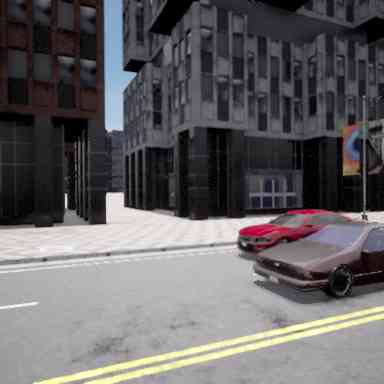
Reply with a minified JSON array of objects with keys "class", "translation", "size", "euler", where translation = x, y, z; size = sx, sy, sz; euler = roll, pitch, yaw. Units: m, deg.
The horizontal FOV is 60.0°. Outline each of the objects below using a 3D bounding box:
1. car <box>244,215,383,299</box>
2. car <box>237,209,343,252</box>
[{"class":"car","translation":[4.196,1.471,8.265],"size":[5.357,1.411,2.033],"euler":[-1,0,-24]},{"class":"car","translation":[3.965,1.384,11.719],"size":[5.008,1.535,1.882],"euler":[-1,0,-24]}]
